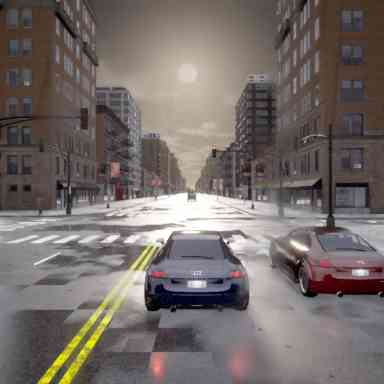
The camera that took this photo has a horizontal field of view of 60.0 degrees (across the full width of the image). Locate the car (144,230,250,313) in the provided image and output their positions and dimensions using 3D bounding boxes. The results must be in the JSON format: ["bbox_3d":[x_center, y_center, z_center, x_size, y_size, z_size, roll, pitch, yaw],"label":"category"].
[{"bbox_3d":[0.085,1.564,7.762,1.994,1.385,4.181,0,0,0],"label":"car"}]

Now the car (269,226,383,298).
[{"bbox_3d":[3.335,1.564,8.581,1.994,1.385,4.181,0,0,0],"label":"car"}]

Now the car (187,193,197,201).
[{"bbox_3d":[-0.026,1.212,80.278,2.150,2.045,5.566,0,0,0],"label":"car"}]

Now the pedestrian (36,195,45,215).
[{"bbox_3d":[-14.152,1.170,31.080,0.375,1.860,0.375,0,0,0],"label":"pedestrian"}]
